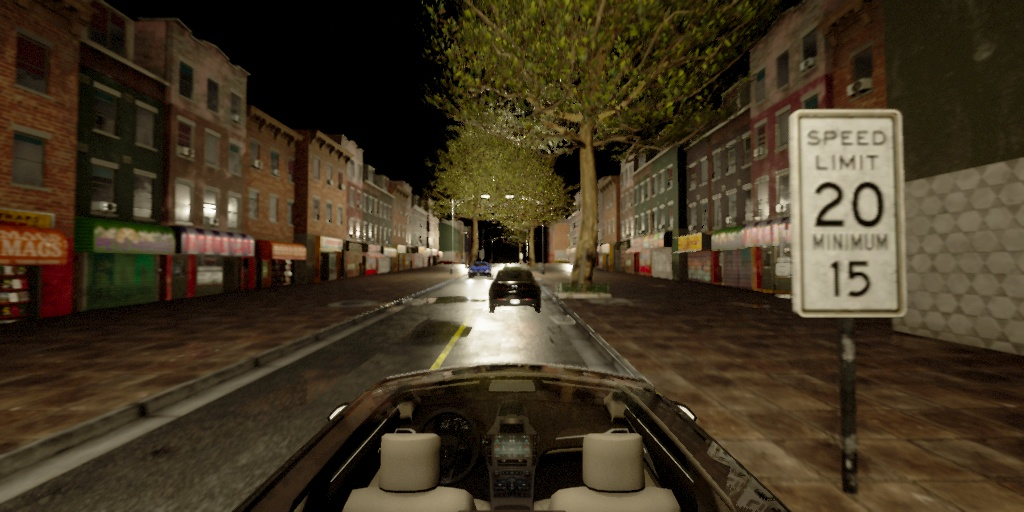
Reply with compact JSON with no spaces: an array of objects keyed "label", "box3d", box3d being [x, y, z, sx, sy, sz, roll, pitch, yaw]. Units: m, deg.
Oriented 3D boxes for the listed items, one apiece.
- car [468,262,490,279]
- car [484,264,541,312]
[{"label":"car","box3d":[-2.787,1.245,32.312,1.812,1.442,4.674,0,0,1]},{"label":"car","box3d":[0.100,1.242,14.172,1.837,1.490,4.892,0,0,0]}]
